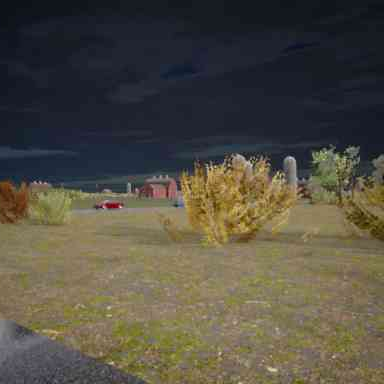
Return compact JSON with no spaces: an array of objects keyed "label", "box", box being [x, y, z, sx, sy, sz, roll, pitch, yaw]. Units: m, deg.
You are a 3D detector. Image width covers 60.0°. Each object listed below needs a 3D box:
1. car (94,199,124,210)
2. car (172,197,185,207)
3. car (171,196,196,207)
[{"label":"car","box":[-12.708,1.908,50.915,1.882,1.535,5.008,-1,-1,36]},{"label":"car","box":[-1.389,2.074,60.477,2.033,1.411,5.357,-1,-1,36]},{"label":"car","box":[-1.643,1.842,66.201,2.150,2.045,5.566,-1,-1,36]}]
